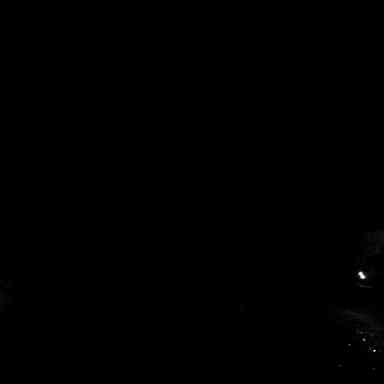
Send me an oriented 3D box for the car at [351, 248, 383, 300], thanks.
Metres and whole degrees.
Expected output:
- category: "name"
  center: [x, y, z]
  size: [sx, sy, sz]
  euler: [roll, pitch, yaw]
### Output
- category: "car"
  center: [5.846, 1.570, 7.546]
  size: [5.357, 1.411, 2.033]
  euler: [0, 0, -35]
